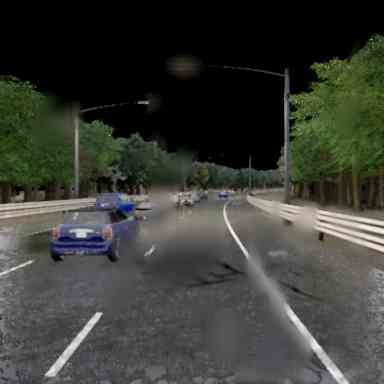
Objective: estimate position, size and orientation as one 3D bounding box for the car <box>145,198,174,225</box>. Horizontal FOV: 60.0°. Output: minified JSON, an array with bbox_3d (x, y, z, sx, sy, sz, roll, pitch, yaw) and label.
[{"bbox_3d":[-2.783,1.402,23.081,2.128,1.511,4.902,0,0,3],"label":"car"}]

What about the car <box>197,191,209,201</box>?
[{"bbox_3d":[2.134,0.762,66.242,2.150,2.045,5.566,0,1,10],"label":"car"}]

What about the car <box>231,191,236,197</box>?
[{"bbox_3d":[11.062,0.514,92.918,2.128,1.511,4.902,0,1,14],"label":"car"}]

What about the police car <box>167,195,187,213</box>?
[{"bbox_3d":[-1.980,1.256,34.017,1.930,1.638,5.238,0,1,5],"label":"police car"}]

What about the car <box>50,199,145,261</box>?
[{"bbox_3d":[-3.288,1.306,12.205,2.097,1.767,4.553,0,0,2],"label":"car"}]

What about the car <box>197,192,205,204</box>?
[{"bbox_3d":[0.468,1.185,55.485,2.033,1.411,5.357,0,1,8],"label":"car"}]

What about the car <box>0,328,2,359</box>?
[{"bbox_3d":[-3.349,1.340,2.145,2.097,1.767,4.553,0,0,0],"label":"car"}]

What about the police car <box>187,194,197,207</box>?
[{"bbox_3d":[-0.905,1.240,44.713,2.038,1.542,4.974,0,0,6],"label":"police car"}]

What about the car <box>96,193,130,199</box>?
[{"bbox_3d":[-5.960,1.109,26.223,2.150,2.045,5.566,0,0,4],"label":"car"}]

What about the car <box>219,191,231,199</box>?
[{"bbox_3d":[7.145,0.745,75.096,1.882,1.535,5.008,0,1,12],"label":"car"}]
